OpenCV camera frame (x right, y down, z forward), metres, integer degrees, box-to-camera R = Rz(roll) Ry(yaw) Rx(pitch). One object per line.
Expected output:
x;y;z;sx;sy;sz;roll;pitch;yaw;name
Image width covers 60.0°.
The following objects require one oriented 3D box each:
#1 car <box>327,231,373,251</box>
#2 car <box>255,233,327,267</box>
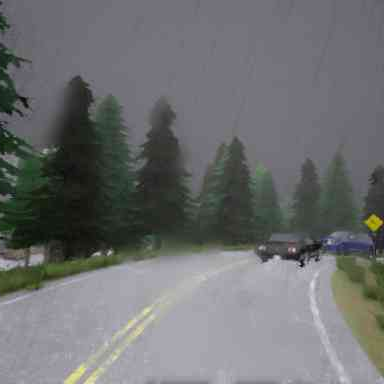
12.626;4.230;27.474;5.566;2.045;2.150;10;-8;-30;car
4.518;2.511;14.972;1.895;1.301;4.718;-1;-7;31;car
